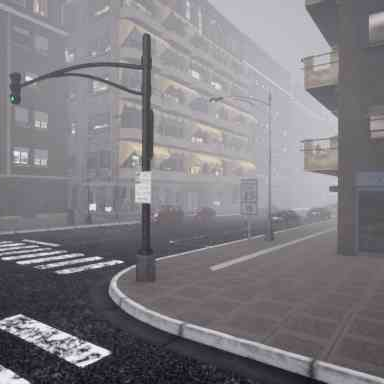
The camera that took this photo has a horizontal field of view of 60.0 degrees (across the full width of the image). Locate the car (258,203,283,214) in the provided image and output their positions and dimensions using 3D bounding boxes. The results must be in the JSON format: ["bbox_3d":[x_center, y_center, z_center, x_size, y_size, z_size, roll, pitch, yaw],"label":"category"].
[{"bbox_3d":[10.541,2.326,46.201,1.887,1.381,4.507,-1,-1,35],"label":"car"}]

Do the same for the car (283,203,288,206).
[{"bbox_3d":[13.682,2.404,50.722,1.752,1.417,4.829,-1,-1,35],"label":"car"}]

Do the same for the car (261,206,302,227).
[{"bbox_3d":[7.655,2.095,27.476,1.947,1.339,4.313,-1,-2,35],"label":"car"}]

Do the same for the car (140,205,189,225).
[{"bbox_3d":[-2.409,1.821,27.563,1.967,1.590,4.097,-1,-1,35],"label":"car"}]

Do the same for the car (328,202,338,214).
[{"bbox_3d":[20.704,2.458,46.257,1.752,1.417,4.829,-1,-2,35],"label":"car"}]

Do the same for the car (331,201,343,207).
[{"bbox_3d":[36.416,3.021,83.502,1.967,1.590,4.097,-1,-1,35],"label":"car"}]

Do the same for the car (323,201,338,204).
[{"bbox_3d":[23.572,2.598,54.844,1.812,1.442,4.674,0,-1,35],"label":"car"}]

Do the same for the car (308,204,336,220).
[{"bbox_3d":[14.131,2.295,36.796,1.947,1.339,4.313,-1,-2,35],"label":"car"}]

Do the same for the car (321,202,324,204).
[{"bbox_3d":[29.934,2.821,74.187,1.967,1.590,4.097,-1,-1,35],"label":"car"}]

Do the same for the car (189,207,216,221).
[{"bbox_3d":[0.829,2.063,32.220,1.802,1.307,4.206,-1,-1,35],"label":"car"}]
